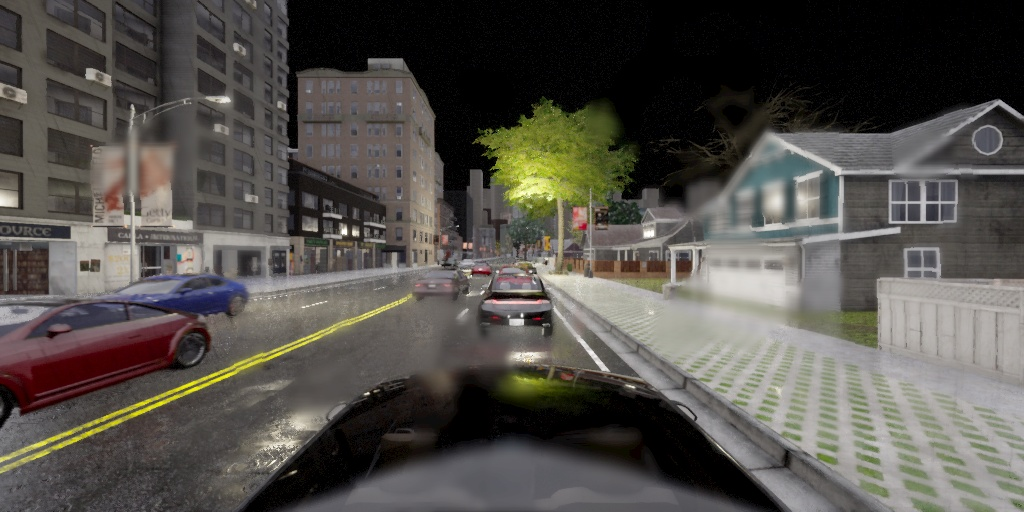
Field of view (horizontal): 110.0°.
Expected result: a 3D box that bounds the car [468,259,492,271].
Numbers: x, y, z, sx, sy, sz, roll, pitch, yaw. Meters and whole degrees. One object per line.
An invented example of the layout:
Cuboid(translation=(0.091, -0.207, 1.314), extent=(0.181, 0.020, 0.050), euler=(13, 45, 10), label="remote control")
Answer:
Cuboid(translation=(-3.109, 1.283, 37.472), extent=(1.994, 1.385, 4.181), euler=(0, 0, 0), label="car")

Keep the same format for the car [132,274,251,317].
Cuboid(translation=(-9.839, 1.273, 10.410), extent=(1.812, 1.442, 4.674), euler=(0, 0, 0), label="car")

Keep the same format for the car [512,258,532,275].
Cuboid(translation=(1.016, 1.068, 39.389), extent=(2.097, 1.767, 4.553), euler=(0, 0, 0), label="car")

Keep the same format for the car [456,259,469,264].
Cuboid(translation=(-6.541, 1.225, 52.524), extent=(1.812, 1.442, 4.674), euler=(0, 0, 0), label="car")

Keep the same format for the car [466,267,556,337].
Cuboid(translation=(0.112, 1.239, 10.296), extent=(2.128, 1.511, 4.902), euler=(0, 0, 0), label="car")

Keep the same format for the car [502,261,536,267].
Cuboid(translation=(0.120, 1.219, 19.800), extent=(1.882, 1.535, 5.008), euler=(0, 0, 0), label="car")

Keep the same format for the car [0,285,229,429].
Cuboid(translation=(-6.596, 1.314, 4.947), extent=(1.994, 1.385, 4.181), euler=(0, 0, 0), label="car")

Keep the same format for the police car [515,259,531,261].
Cuboid(translation=(1.006, 1.155, 29.529), extent=(1.930, 1.638, 5.238), euler=(0, 0, 0), label="police car")

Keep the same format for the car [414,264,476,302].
Cuboid(translation=(-3.132, 1.290, 16.937), extent=(2.033, 1.411, 5.357), euler=(0, 0, 0), label="car")

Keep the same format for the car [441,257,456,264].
Cuboid(translation=(-9.777, 1.047, 56.461), extent=(2.097, 1.767, 4.553), euler=(0, 0, 0), label="car")
